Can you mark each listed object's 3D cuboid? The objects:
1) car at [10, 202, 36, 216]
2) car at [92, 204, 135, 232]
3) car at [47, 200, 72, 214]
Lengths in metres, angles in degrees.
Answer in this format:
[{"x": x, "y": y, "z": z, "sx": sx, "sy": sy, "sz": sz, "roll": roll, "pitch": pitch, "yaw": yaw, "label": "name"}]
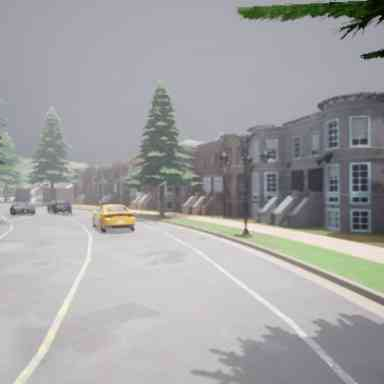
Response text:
[{"x": -17.206, "y": 1.685, "z": 33.797, "sx": 1.994, "sy": 1.385, "sz": 4.181, "roll": 0, "pitch": 0, "yaw": -34, "label": "car"}, {"x": -4.929, "y": 1.506, "z": 20.544, "sx": 1.882, "sy": 1.535, "sz": 5.008, "roll": 0, "pitch": 0, "yaw": -24, "label": "car"}, {"x": -14.586, "y": 1.590, "z": 36.493, "sx": 2.128, "sy": 1.511, "sz": 4.902, "roll": 0, "pitch": 0, "yaw": -34, "label": "car"}]
